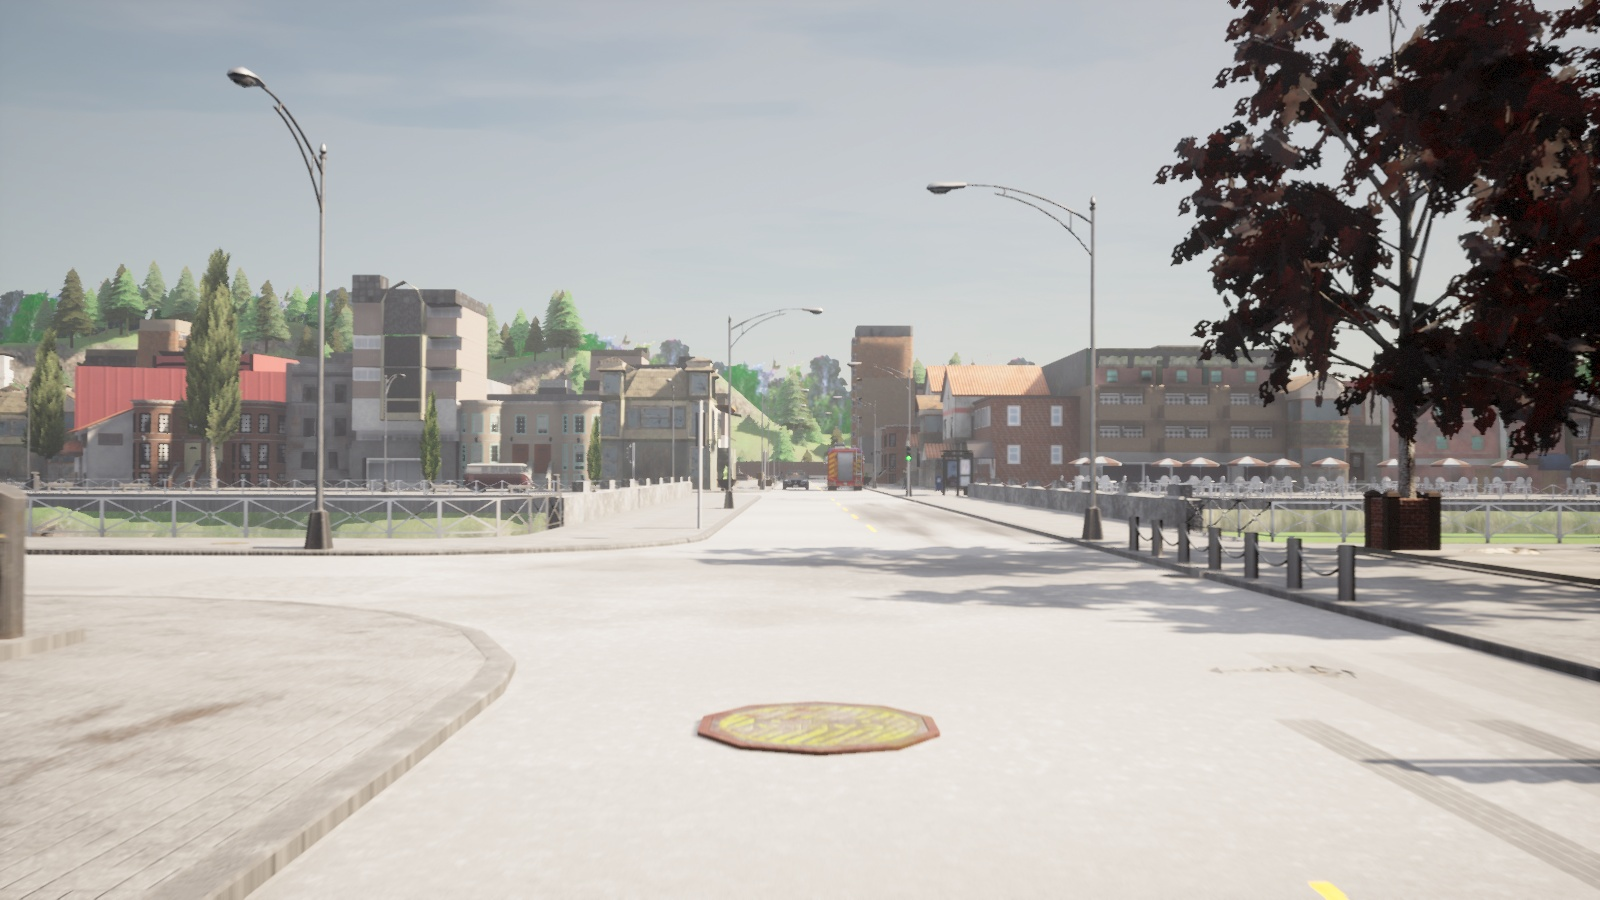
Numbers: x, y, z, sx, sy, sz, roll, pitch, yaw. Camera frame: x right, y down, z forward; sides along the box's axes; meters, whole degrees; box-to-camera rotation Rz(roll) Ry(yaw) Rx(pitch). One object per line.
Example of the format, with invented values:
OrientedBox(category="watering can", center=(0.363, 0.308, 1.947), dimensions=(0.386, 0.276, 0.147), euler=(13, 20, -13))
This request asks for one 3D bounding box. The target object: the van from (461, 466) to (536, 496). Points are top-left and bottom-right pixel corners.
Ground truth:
OrientedBox(category="van", center=(-19.733, 2.023, 82.262), dimensions=(4.442, 1.987, 1.775), euler=(0, -1, 0))
